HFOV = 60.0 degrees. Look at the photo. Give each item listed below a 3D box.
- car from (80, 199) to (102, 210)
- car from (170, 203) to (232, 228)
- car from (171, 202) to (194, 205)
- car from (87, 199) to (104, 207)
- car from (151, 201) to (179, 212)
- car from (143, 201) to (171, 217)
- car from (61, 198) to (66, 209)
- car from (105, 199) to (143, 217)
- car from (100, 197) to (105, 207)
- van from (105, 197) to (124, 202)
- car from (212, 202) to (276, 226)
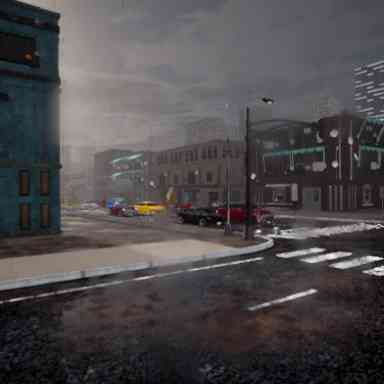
[{"bbox_3d":[-16.640,2.105,53.562,1.812,1.442,4.674,-1,0,-35],"label":"car"},{"bbox_3d":[0.580,1.795,24.496,1.947,1.339,4.313,-2,0,-35],"label":"car"},{"bbox_3d":[-0.537,1.873,40.733,1.802,1.307,4.206,-2,0,-35],"label":"car"},{"bbox_3d":[-19.789,2.198,67.794,1.887,1.381,4.507,-2,0,-35],"label":"car"},{"bbox_3d":[-3.745,1.935,45.243,1.802,1.307,4.206,-2,0,-35],"label":"car"},{"bbox_3d":[-4.654,1.823,36.549,1.882,1.535,5.008,-1,0,-35],"label":"car"},{"bbox_3d":[-23.309,2.215,58.286,1.752,1.417,4.829,-2,0,-35],"label":"car"},{"bbox_3d":[-7.368,1.827,35.873,1.967,1.590,4.097,-2,0,-35],"label":"car"},{"bbox_3d":[-16.586,1.910,63.283,2.192,1.841,5.009,-2,0,-35],"label":"car"},{"bbox_3d":[-13.377,1.877,58.773,1.690,1.788,3.998,-2,0,-35],"label":"van"},{"bbox_3d":[3.923,1.528,24.544,2.097,1.767,4.553,-1,0,-36],"label":"car"}]
